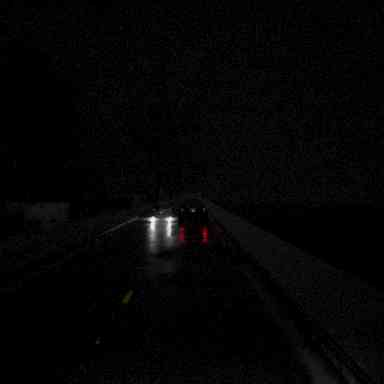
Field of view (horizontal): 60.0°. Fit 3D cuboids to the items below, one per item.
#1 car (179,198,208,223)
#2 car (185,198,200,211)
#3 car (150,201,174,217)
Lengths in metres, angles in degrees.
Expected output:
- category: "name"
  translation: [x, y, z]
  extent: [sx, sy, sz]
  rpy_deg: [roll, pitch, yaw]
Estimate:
- category: "car"
  translation: [0.092, 1.370, 25.823]
  extent: [2.097, 1.767, 4.553]
  rpy_deg: [0, 0, 0]
- category: "car"
  translation: [0.088, 1.550, 42.941]
  extent: [1.812, 1.442, 4.674]
  rpy_deg: [0, 0, 0]
- category: "car"
  translation: [-2.759, 1.588, 32.211]
  extent: [1.812, 1.442, 4.674]
  rpy_deg: [0, 0, 0]
